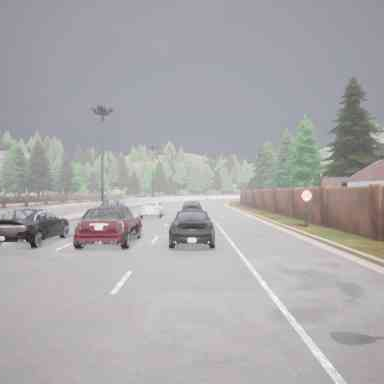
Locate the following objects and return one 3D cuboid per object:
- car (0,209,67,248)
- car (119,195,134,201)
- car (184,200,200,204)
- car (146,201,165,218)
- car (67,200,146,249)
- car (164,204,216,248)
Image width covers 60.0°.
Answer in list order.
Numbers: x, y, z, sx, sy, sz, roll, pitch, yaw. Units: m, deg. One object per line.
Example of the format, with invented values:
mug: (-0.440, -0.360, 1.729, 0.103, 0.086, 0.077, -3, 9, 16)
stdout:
car: (-7.000, 1.495, 14.650, 2.128, 1.511, 4.902, 0, 0, 0)
car: (-16.178, 1.492, 81.990, 1.812, 1.442, 4.674, 0, 0, 15)
car: (0.000, 1.516, 29.650, 1.837, 1.490, 4.892, 0, 0, 0)
car: (-3.500, 1.533, 29.650, 1.812, 1.442, 4.674, 0, 0, 0)
car: (-3.500, 1.366, 14.620, 2.097, 1.767, 4.553, 0, 0, 0)
car: (0.000, 1.516, 14.650, 1.837, 1.490, 4.892, 0, 0, 0)
